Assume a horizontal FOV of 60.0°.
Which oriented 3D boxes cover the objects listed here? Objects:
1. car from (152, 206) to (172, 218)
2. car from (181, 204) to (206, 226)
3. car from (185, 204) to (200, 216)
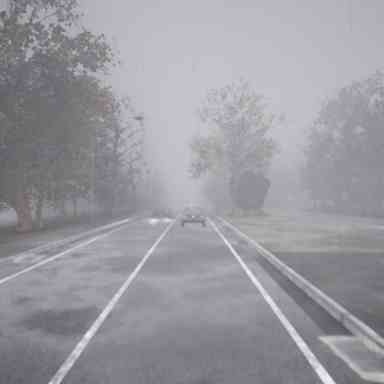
[{"bbox_3d":[-3.347,2.180,37.261,1.895,1.301,4.718,0,-1,0],"label":"car"},{"bbox_3d":[0.099,1.849,26.008,2.033,1.411,5.357,0,-1,0],"label":"car"},{"bbox_3d":[0.100,2.252,43.047,1.812,1.442,4.674,0,-1,0],"label":"car"}]
